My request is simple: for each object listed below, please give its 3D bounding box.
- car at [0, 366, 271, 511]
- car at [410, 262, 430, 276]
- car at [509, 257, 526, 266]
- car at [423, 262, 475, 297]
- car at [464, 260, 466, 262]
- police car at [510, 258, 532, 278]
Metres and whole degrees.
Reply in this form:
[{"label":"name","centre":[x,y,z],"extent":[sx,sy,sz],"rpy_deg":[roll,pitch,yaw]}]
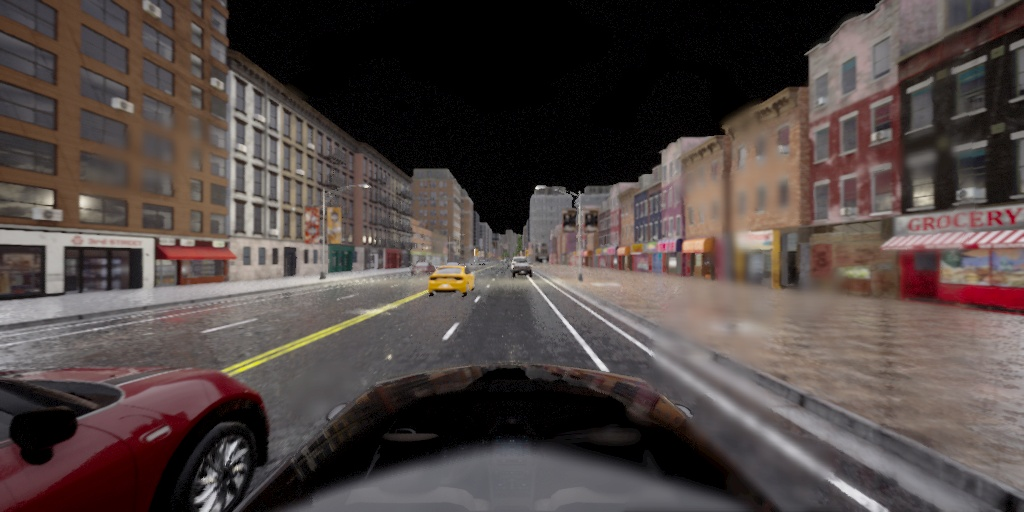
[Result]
[{"label":"car","centre":[-3.151,1.102,1.242],"extent":[2.097,1.767,4.553],"rpy_deg":[0,0,0]},{"label":"car","centre":[-9.832,1.390,39.844],"extent":[1.812,1.442,4.674],"rpy_deg":[0,0,0]},{"label":"car","centre":[0.981,1.118,45.487],"extent":[2.150,2.045,5.566],"rpy_deg":[0,0,0]},{"label":"car","centre":[-3.147,1.262,19.374],"extent":[1.882,1.535,5.008],"rpy_deg":[0,0,0]},{"label":"car","centre":[-6.582,1.390,39.844],"extent":[1.812,1.442,4.674],"rpy_deg":[0,0,0]},{"label":"police car","centre":[0.979,1.273,35.564],"extent":[1.930,1.638,5.238],"rpy_deg":[0,0,0]}]
